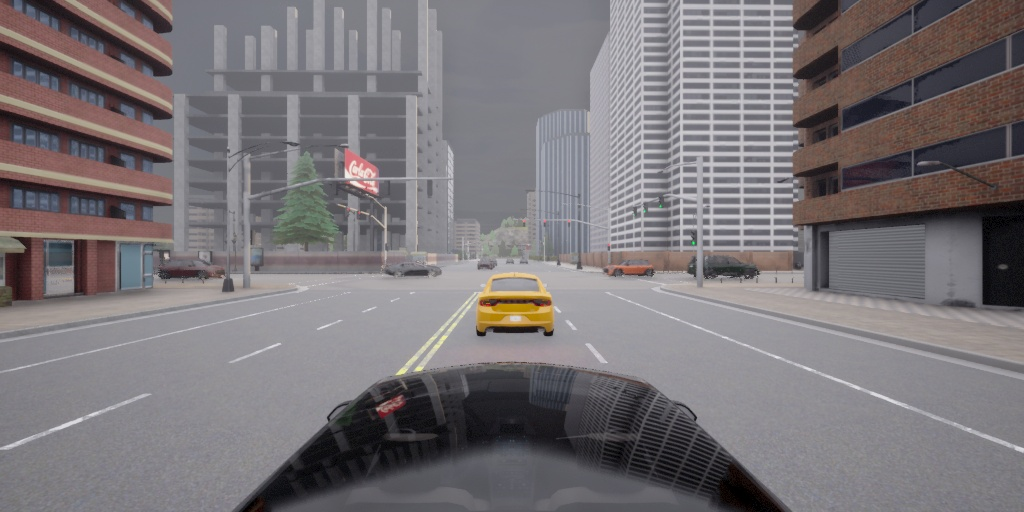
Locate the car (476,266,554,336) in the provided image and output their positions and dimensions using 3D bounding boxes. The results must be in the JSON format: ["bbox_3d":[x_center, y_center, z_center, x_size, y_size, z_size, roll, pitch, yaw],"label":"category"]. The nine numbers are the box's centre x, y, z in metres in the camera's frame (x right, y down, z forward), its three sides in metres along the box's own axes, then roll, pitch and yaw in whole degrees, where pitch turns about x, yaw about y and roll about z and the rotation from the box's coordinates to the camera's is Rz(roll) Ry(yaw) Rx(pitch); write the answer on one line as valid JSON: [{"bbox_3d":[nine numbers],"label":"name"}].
[{"bbox_3d":[0.061,1.228,10.389,1.882,1.535,5.008,0,0,0],"label":"car"}]

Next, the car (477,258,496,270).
[{"bbox_3d":[-3.887,1.102,52.658,2.097,1.767,4.553,0,0,0],"label":"car"}]

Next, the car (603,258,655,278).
[{"bbox_3d":[10.978,1.101,33.900,4.553,1.767,2.097,0,0,-6],"label":"car"}]

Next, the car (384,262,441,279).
[{"bbox_3d":[-8.863,1.241,32.193,4.902,1.511,2.128,0,0,-23],"label":"car"}]

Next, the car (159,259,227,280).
[{"bbox_3d":[-26.653,1.101,30.197,4.553,1.767,2.097,0,0,-1],"label":"car"}]

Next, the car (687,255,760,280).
[{"bbox_3d":[17.998,0.971,30.699,5.566,2.045,2.150,0,0,-1],"label":"car"}]
